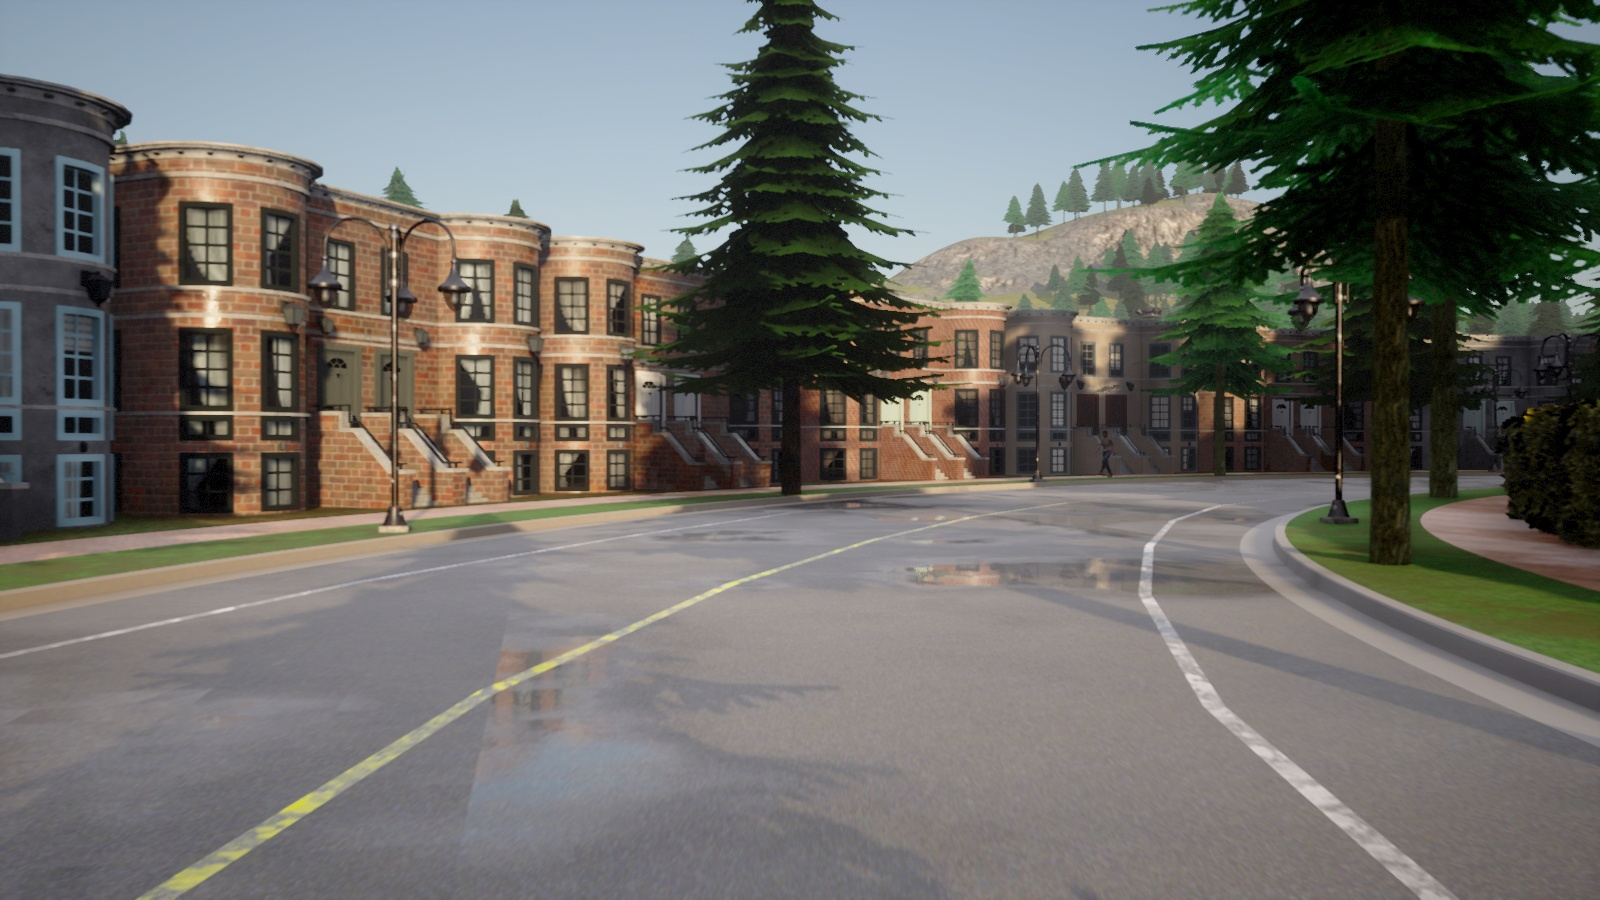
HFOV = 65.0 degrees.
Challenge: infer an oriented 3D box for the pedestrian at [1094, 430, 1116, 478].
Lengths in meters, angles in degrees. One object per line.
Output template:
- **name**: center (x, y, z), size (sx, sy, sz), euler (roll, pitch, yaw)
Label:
- **pedestrian**: center (11.654, 0.145, 47.933), size (0.869, 1.805, 0.328), euler (0, 0, -37)
